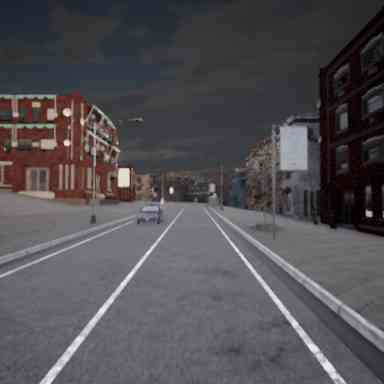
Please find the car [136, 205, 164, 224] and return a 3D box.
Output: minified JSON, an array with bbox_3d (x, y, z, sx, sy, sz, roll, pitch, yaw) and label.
[{"bbox_3d":[-3.333,1.799,27.291,1.812,1.442,4.674,0,-1,0],"label":"car"}]
